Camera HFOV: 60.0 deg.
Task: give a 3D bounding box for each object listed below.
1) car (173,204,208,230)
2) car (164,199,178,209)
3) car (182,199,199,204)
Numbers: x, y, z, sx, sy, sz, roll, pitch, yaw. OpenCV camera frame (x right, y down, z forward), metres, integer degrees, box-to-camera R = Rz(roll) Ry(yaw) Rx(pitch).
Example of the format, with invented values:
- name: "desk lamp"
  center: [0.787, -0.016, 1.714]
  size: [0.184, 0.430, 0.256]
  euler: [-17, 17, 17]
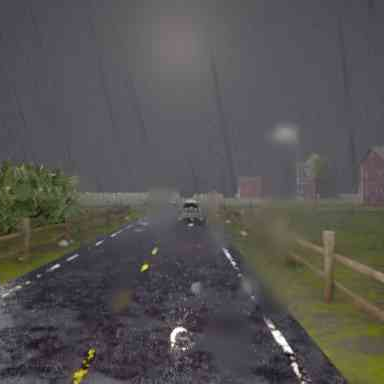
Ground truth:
- name: "car"
  center: [-0.024, 1.677, 21.734]
  size: [1.895, 1.301, 4.718]
  euler: [0, 0, 0]
- name: "car"
  center: [-3.035, 1.780, 49.569]
  size: [1.994, 1.385, 4.181]
  euler: [0, 0, 0]
- name: "car"
  center: [-0.140, 1.639, 40.982]
  size: [1.882, 1.535, 5.008]
  euler: [0, 0, 0]
